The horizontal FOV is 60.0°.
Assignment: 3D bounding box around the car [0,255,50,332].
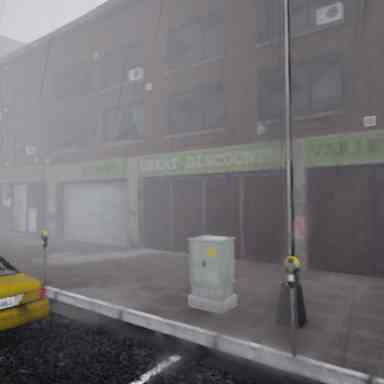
[{"bbox_3d":[-4.570,1.592,6.142,4.829,1.417,1.752,-1,-1,36],"label":"car"}]
